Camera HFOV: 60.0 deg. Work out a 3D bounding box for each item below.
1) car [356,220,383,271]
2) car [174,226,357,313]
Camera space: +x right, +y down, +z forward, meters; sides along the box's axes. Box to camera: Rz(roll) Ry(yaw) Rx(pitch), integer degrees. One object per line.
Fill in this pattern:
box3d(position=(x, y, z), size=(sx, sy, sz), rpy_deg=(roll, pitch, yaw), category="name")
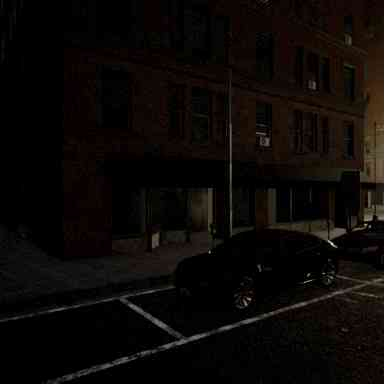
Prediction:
box3d(position=(6.135, 1.582, 10.876), size=(4.206, 1.307, 1.802), rpy_deg=(0, 0, -35), category="car")
box3d(position=(1.648, 1.566, 7.693), size=(4.313, 1.339, 1.947), rpy_deg=(0, 0, -35), category="car")
